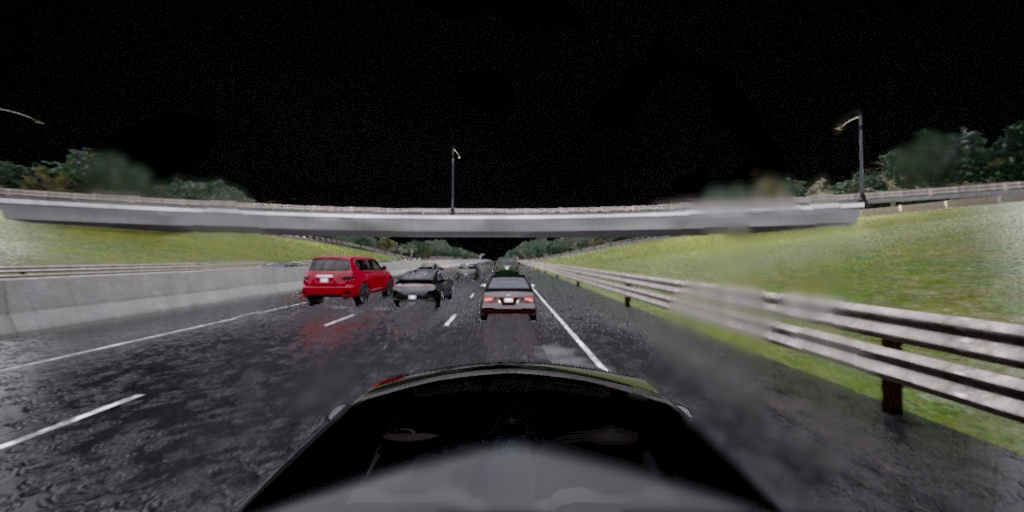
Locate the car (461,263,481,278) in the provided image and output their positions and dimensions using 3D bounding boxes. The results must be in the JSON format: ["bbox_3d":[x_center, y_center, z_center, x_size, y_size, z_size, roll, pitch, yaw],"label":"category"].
[{"bbox_3d":[-3.976,1.392,33.201,2.128,1.511,4.902,0,0,-1],"label":"car"}]

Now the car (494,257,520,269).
[{"bbox_3d":[-0.462,1.131,32.507,2.150,2.045,5.566,0,0,-1],"label":"car"}]

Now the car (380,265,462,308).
[{"bbox_3d":[-3.669,1.301,15.497,2.128,1.511,4.902,0,0,-1],"label":"car"}]

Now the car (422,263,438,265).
[{"bbox_3d":[-7.475,1.379,33.150,2.128,1.511,4.902,0,0,-1],"label":"car"}]

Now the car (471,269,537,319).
[{"bbox_3d":[-0.126,1.356,13.008,2.033,1.411,5.357,0,0,-1],"label":"car"}]

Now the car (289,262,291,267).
[{"bbox_3d":[-21.777,1.361,39.527,2.128,1.511,4.902,0,0,-1],"label":"car"}]

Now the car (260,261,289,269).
[{"bbox_3d":[-25.269,1.346,39.046,2.128,1.511,4.902,0,0,-1],"label":"car"}]

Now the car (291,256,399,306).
[{"bbox_3d":[-7.182,1.023,16.307,2.150,2.045,5.566,0,0,-1],"label":"car"}]
